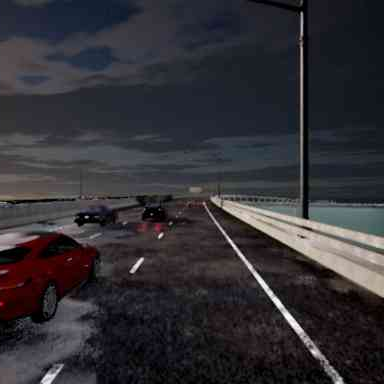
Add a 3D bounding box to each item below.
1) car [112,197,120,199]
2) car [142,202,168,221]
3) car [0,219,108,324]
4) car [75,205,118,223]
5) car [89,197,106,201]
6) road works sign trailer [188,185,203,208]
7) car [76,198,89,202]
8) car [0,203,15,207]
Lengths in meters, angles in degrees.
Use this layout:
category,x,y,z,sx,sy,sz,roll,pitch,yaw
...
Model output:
category,x,y,z,sx,sy,sz,roll,pitch,yaw
car,-16.513,1.811,71.912,1.812,1.442,4.674,0,0,1
car,-3.217,1.637,29.300,2.128,1.511,4.902,0,0,1
car,-3.381,1.562,7.132,1.812,1.442,4.674,0,0,0
car,-6.775,1.667,23.964,2.033,1.411,5.357,0,0,1
car,-20.012,1.766,72.009,1.882,1.535,5.008,0,0,1
road works sign trailer,0.570,0.728,54.189,2.380,3.560,2.880,0,0,1
car,-23.511,1.884,72.078,1.895,1.301,4.718,0,0,1
car,-17.400,1.715,30.370,1.994,1.385,4.181,0,0,1
